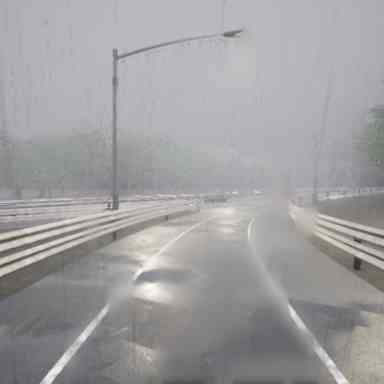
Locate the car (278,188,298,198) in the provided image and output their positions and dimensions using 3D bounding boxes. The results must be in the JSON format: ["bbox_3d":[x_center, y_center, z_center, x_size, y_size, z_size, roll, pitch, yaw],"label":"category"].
[{"bbox_3d":[19.733,0.179,68.225,2.150,2.045,5.566,0,2,42],"label":"car"}]

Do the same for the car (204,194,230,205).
[{"bbox_3d":[3.779,1.056,50.277,1.837,1.490,4.892,0,2,42],"label":"car"}]

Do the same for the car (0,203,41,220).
[{"bbox_3d":[-15.581,1.716,28.495,1.882,1.535,5.008,0,1,42],"label":"car"}]
